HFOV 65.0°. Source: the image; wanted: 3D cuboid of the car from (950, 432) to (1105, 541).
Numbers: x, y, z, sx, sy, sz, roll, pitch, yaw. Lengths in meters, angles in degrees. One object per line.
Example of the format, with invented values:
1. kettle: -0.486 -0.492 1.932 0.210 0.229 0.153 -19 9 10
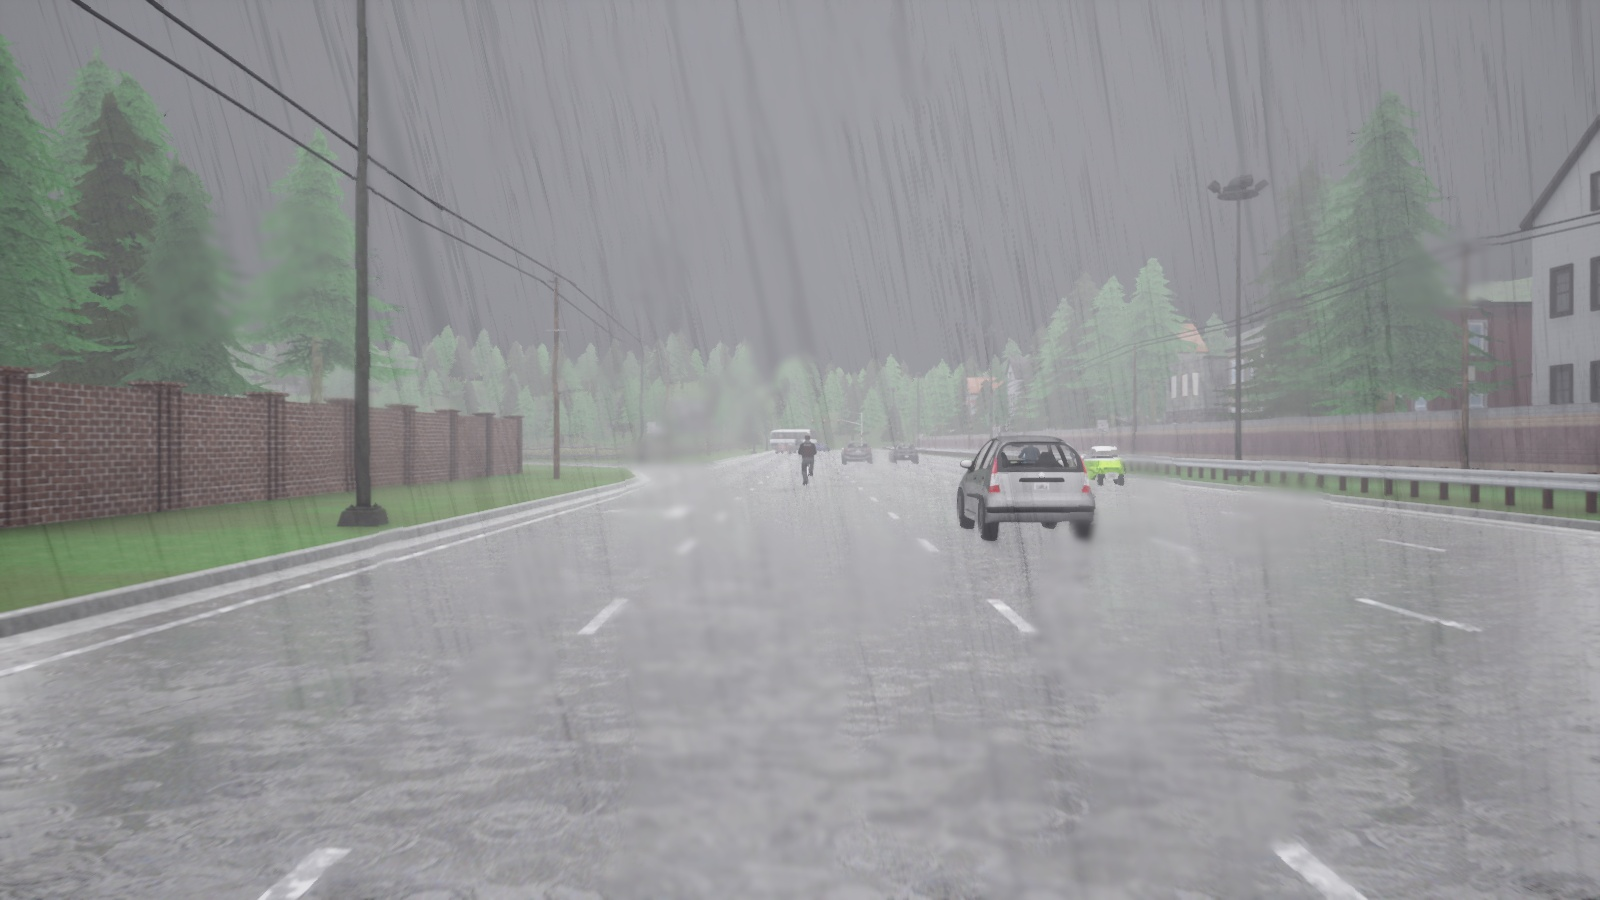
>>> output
1. car: 3.634 0.531 20.728 1.851 1.617 3.988 0 0 0

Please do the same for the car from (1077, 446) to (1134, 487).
1. car: 10.769 0.560 44.423 1.481 1.376 2.207 0 1 0

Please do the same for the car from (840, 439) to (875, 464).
1. car: 4.018 0.098 88.014 2.242 1.667 4.611 0 0 0

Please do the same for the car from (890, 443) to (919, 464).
1. car: 7.533 0.255 90.714 1.816 1.474 4.193 0 0 0
